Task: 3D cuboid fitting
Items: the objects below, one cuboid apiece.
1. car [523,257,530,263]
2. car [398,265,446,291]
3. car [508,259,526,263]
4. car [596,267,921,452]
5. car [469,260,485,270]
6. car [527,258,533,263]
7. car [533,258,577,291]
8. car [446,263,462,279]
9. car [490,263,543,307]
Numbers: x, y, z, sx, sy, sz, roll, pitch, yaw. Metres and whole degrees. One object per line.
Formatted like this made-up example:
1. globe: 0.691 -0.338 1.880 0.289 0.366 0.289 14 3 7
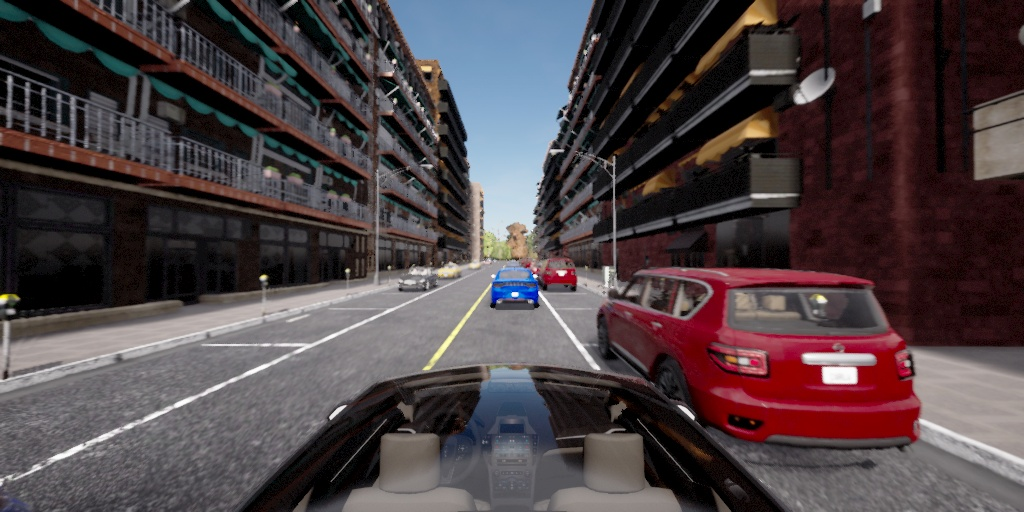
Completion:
1. car: 2.719 1.149 49.888 2.192 1.841 5.009 0 0 0
2. car: -5.678 1.335 22.086 2.007 1.370 4.403 0 0 0
3. car: 0.121 1.362 38.943 2.033 1.411 5.357 0 0 0
4. car: 2.693 1.070 5.345 2.192 1.841 5.009 0 0 0
5. car: -5.659 1.371 55.323 1.751 1.417 4.829 0 0 0
6. car: 2.709 1.243 33.184 1.967 1.591 4.097 0 0 0
7. car: 2.703 1.098 22.048 2.192 1.841 5.009 0 0 0
8. car: -5.672 1.330 33.053 1.751 1.417 4.829 0 0 0
9. car: 0.107 1.250 15.586 1.882 1.535 5.008 0 0 0
